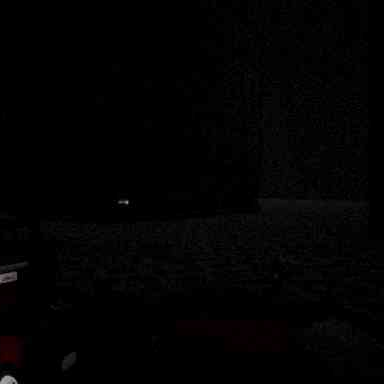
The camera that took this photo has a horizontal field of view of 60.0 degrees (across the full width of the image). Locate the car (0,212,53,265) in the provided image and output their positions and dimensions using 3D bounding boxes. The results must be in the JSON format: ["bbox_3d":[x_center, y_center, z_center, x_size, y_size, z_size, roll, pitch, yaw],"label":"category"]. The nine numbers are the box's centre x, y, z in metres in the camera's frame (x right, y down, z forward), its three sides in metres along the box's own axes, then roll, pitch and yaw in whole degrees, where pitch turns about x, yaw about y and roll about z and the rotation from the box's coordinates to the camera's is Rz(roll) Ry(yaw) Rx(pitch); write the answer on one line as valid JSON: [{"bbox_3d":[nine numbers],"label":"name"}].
[{"bbox_3d":[-4.536,1.277,6.083,5.009,1.841,2.192,0,0,35],"label":"car"}]

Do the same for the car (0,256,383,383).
[{"bbox_3d":[0.055,1.537,2.809,4.507,1.381,1.887,0,0,35],"label":"car"}]
